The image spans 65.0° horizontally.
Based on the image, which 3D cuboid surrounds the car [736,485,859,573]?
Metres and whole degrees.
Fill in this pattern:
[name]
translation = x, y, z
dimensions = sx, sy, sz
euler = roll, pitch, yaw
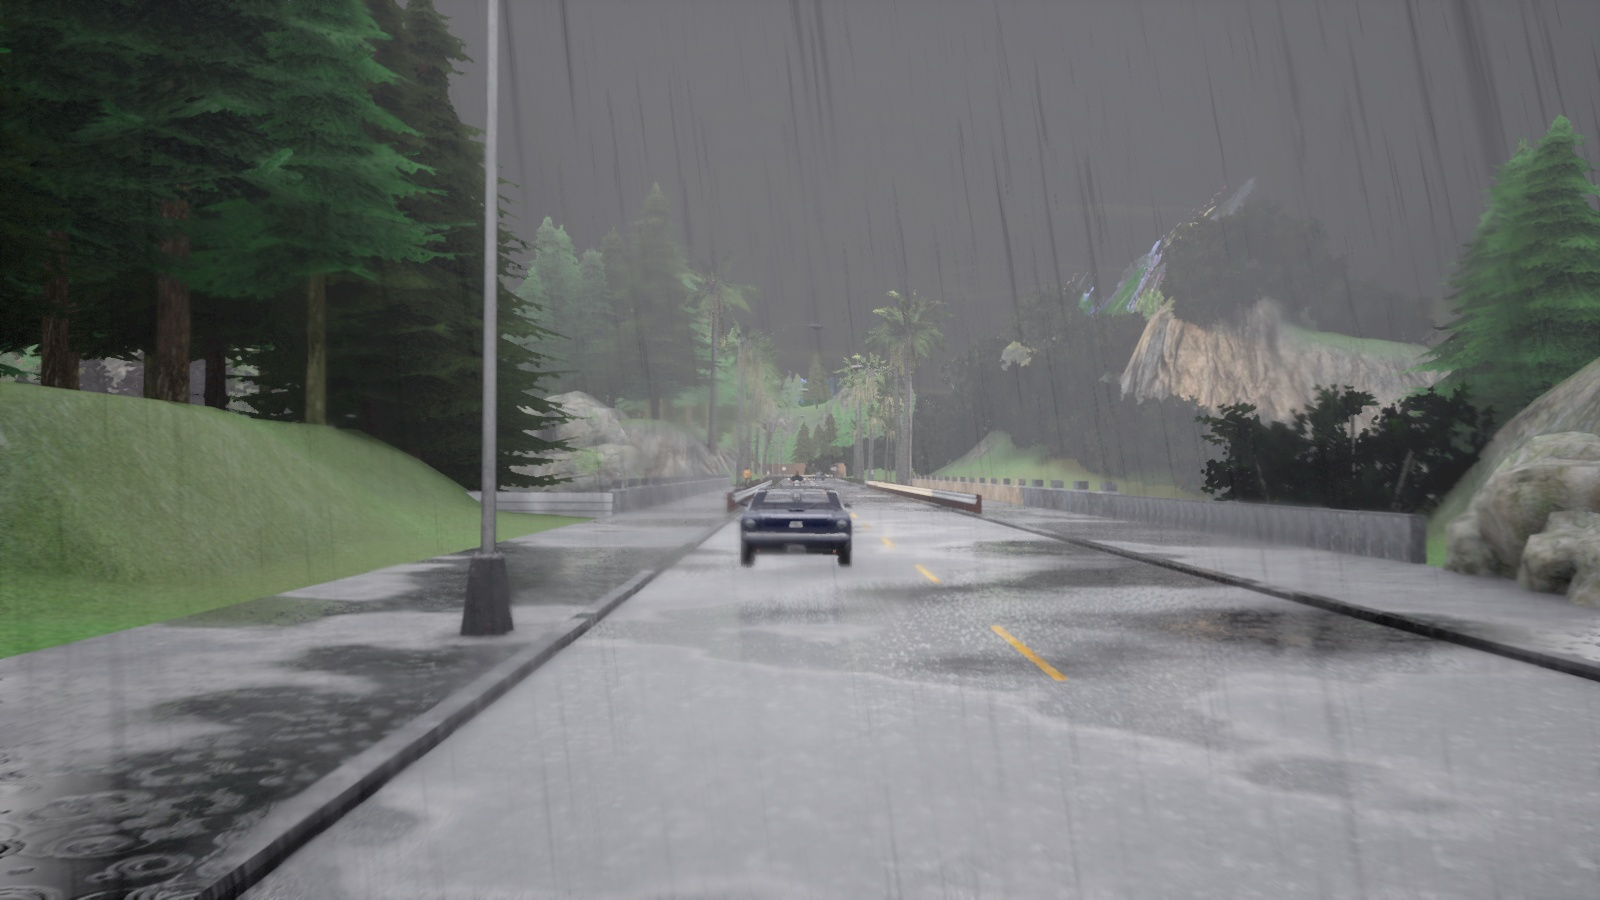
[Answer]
[car]
translation = -0.049, 1.280, 21.778
dimensions = 1.895, 1.301, 4.718
euler = 0, -1, 0
